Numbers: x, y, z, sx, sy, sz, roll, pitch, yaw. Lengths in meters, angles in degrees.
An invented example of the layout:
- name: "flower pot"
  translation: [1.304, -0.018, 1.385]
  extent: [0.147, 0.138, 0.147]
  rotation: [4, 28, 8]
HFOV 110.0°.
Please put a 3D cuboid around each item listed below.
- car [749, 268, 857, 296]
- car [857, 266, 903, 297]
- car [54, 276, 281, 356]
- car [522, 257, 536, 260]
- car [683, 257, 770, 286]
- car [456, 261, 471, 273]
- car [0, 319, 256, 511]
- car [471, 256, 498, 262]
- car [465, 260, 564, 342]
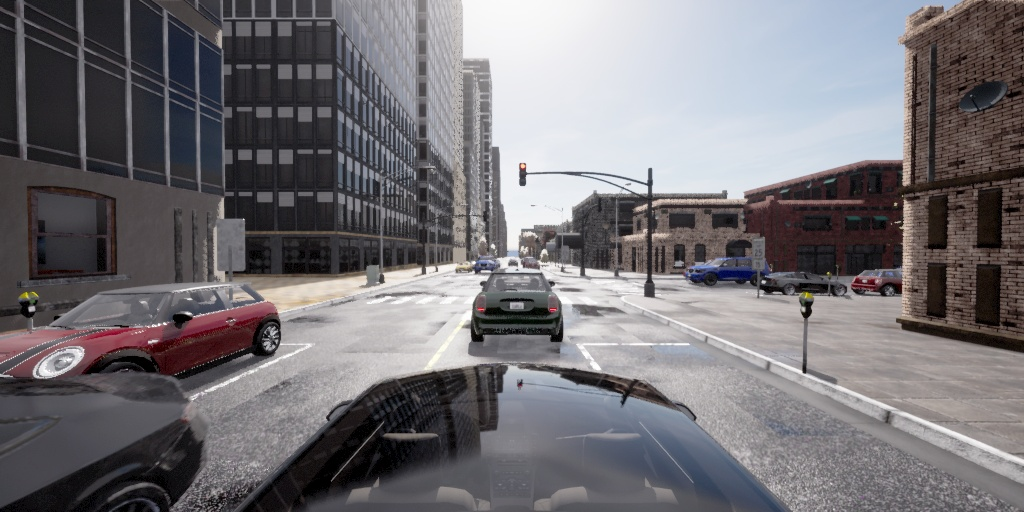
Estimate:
- name: "car"
  translation: [16.447, 1.547, 20.446]
  extent: [4.313, 1.339, 1.948]
  rotation: [0, 0, 1]
- name: "car"
  translation: [21.994, 1.474, 20.364]
  extent: [4.097, 1.591, 1.967]
  rotation: [0, 0, 1]
- name: "car"
  translation: [-5.684, 1.189, 5.613]
  extent: [1.967, 1.591, 4.097]
  rotation: [0, 0, 0]
- name: "car"
  translation: [2.781, 1.179, 49.134]
  extent: [1.967, 1.591, 4.097]
  rotation: [0, 0, 0]
- name: "car"
  translation: [15.777, 1.105, 26.234]
  extent: [5.566, 2.045, 2.150]
  rotation: [1, 1, 1]
- name: "car"
  translation: [-5.749, 1.265, 43.391]
  extent: [1.751, 1.417, 4.829]
  rotation: [0, 0, 0]
- name: "car"
  translation: [-3.102, 1.276, 0.704]
  extent: [1.812, 1.442, 4.674]
  rotation: [0, 0, 0]
- name: "car"
  translation: [-3.012, 0.962, 41.496]
  extent: [2.150, 2.045, 5.566]
  rotation: [0, 0, 1]
- name: "car"
  translation: [0.150, 1.100, 9.910]
  extent: [2.097, 1.767, 4.553]
  rotation: [0, 0, 1]
